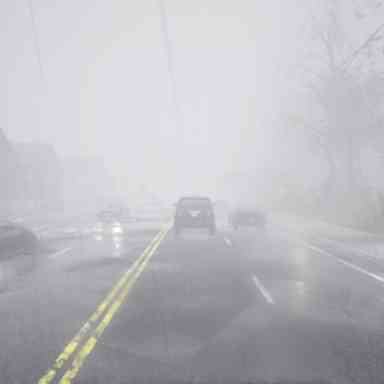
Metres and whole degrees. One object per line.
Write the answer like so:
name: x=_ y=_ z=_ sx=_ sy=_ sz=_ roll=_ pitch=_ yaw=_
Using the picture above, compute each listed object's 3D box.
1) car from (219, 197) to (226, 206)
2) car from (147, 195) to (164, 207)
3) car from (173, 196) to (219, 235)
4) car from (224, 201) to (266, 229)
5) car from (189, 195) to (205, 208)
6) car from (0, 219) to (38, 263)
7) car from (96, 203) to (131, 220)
car: x=4.088 y=1.504 z=49.391 sx=1.812 sy=1.442 sz=4.674 roll=0 pitch=0 yaw=3
car: x=-5.660 y=1.336 z=51.618 sx=2.097 sy=1.767 sz=4.553 roll=0 pitch=0 yaw=3
car: x=0.137 y=1.221 z=18.961 sx=2.150 sy=2.045 sz=5.566 roll=0 pitch=0 yaw=0
car: x=3.413 y=1.475 z=21.413 sx=1.882 sy=1.535 sz=5.008 roll=0 pitch=0 yaw=1
car: x=0.808 y=1.333 z=48.836 sx=2.097 sy=1.767 sz=4.553 roll=0 pitch=0 yaw=3
car: x=-6.589 y=1.564 z=10.397 sx=1.994 sy=1.385 sz=4.181 roll=0 pitch=0 yaw=0
car: x=-6.452 y=1.599 z=27.737 sx=1.895 sy=1.301 sz=4.718 roll=0 pitch=0 yaw=1
